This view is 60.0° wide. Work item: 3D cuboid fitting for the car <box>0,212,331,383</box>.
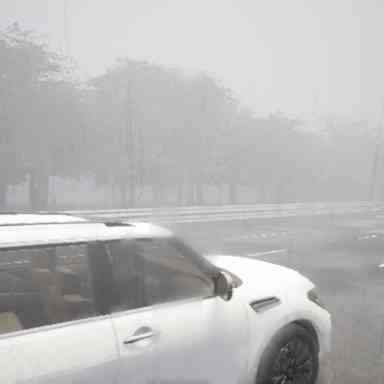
[{"bbox_3d":[-1.035,1.222,3.132,5.566,2.045,2.150,0,0,-36],"label":"car"}]
